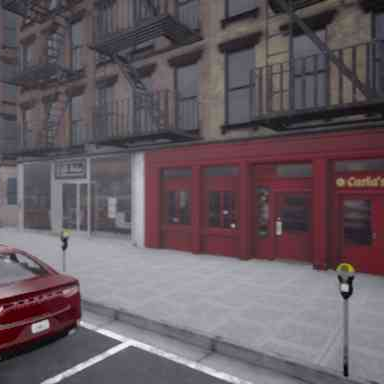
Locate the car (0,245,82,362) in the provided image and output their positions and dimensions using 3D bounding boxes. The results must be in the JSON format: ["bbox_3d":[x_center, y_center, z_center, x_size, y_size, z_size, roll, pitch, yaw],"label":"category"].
[{"bbox_3d":[-3.706,1.544,5.458,4.507,1.381,1.887,0,0,36],"label":"car"}]
